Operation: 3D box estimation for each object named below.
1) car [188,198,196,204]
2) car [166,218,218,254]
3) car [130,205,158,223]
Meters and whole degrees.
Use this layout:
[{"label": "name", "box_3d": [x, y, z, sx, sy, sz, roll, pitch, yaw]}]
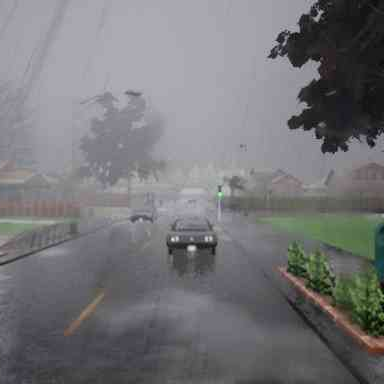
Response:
[{"label": "car", "box_3d": [-0.015, 2.081, 80.935, 1.882, 1.535, 5.008, 0, -1, 0]}, {"label": "car", "box_3d": [-0.001, 1.733, 14.103, 1.895, 1.301, 4.718, 0, 0, 0]}, {"label": "car", "box_3d": [-4.006, 1.815, 28.738, 2.033, 1.411, 5.357, 0, -1, 0]}]
